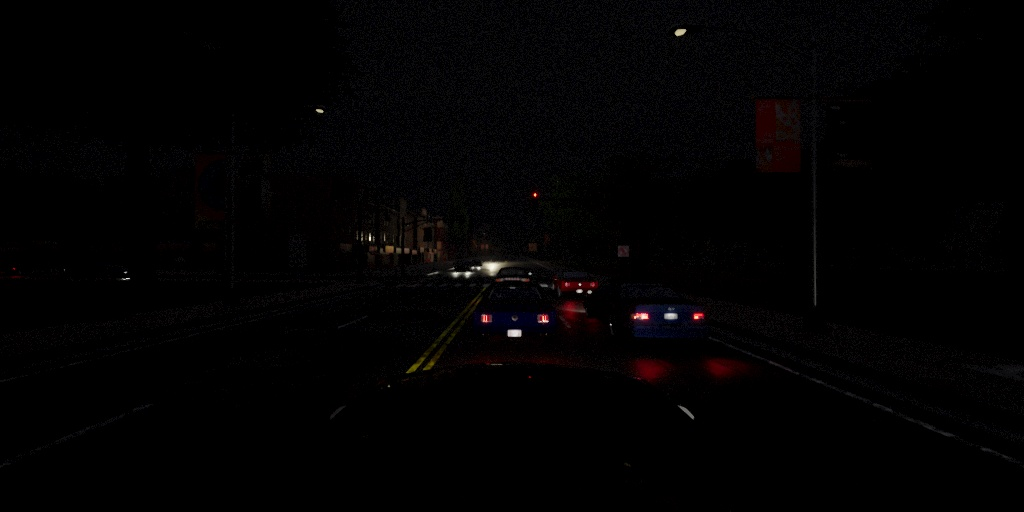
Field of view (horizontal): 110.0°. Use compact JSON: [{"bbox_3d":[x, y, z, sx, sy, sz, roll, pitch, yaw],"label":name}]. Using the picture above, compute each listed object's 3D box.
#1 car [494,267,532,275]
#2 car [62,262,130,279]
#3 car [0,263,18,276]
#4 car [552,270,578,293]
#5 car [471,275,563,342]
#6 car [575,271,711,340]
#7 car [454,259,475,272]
[{"bbox_3d":[0.044,1.313,19.216,1.882,1.535,5.008,0,0,0],"label":"car"},{"bbox_3d":[-34.459,1.250,30.293,5.357,1.411,2.033,0,0,0],"label":"car"},{"bbox_3d":[-49.244,1.239,33.197,4.718,1.301,1.895,0,0,1],"label":"car"},{"bbox_3d":[3.296,1.439,19.644,1.895,1.301,4.718,0,0,0],"label":"car"},{"bbox_3d":[0.078,1.374,9.875,1.895,1.301,4.718,0,0,0],"label":"car"},{"bbox_3d":[3.328,1.321,10.000,2.033,1.411,5.357,0,0,0],"label":"car"},{"bbox_3d":[-6.612,1.317,48.876,1.882,1.535,5.008,0,1,0],"label":"car"}]
